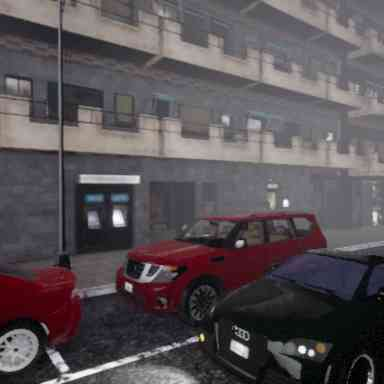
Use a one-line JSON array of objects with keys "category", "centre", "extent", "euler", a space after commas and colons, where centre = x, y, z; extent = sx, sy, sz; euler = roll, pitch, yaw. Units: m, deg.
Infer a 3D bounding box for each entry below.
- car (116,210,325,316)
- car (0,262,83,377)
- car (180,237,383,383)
[{"category": "car", "centre": [0.949, 1.359, 7.256], "extent": [5.009, 1.841, 2.192], "euler": [1, -1, -35]}, {"category": "car", "centre": [-3.662, 1.538, 3.964], "extent": [4.507, 1.381, 1.887], "euler": [1, -1, -35]}, {"category": "car", "centre": [2.157, 1.604, 4.915], "extent": [4.181, 1.385, 1.994], "euler": [1, 0, -35]}]
